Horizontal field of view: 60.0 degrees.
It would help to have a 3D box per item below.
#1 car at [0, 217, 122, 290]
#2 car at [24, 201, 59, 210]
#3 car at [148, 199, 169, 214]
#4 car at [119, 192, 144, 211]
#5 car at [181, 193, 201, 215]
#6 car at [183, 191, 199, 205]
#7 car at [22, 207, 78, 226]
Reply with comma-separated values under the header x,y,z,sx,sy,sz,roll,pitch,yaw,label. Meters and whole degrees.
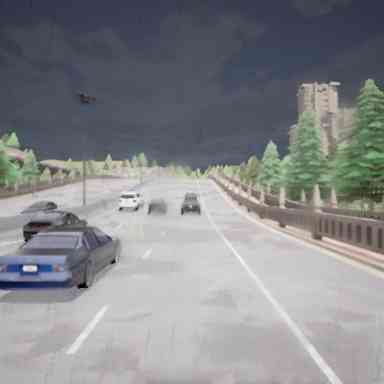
x,y,z,sx,sy,sz,roll,pitch,yaw,label
-3.403,1.682,9.496,2.033,1.411,5.357,0,-1,0,car
-14.103,1.646,31.204,1.837,1.490,4.892,0,2,0,car
-3.613,1.465,35.701,1.837,1.490,4.892,0,3,0,car
-7.099,0.988,39.076,2.150,2.045,5.566,0,4,0,car
-0.117,1.345,34.998,2.097,1.767,4.553,0,3,0,car
-0.174,0.803,45.775,2.033,1.411,5.357,0,5,0,car
-6.924,1.751,17.333,1.837,1.490,4.892,0,0,0,car
